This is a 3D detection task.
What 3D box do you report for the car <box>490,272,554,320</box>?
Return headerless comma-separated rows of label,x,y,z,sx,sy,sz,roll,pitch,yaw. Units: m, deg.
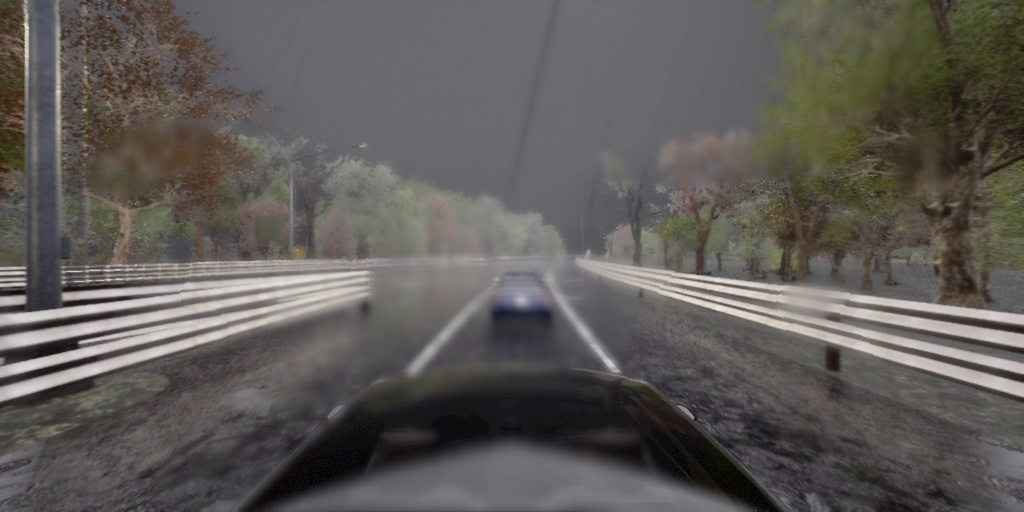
car,0.357,1.251,12.340,1.994,1.385,4.181,0,0,2
